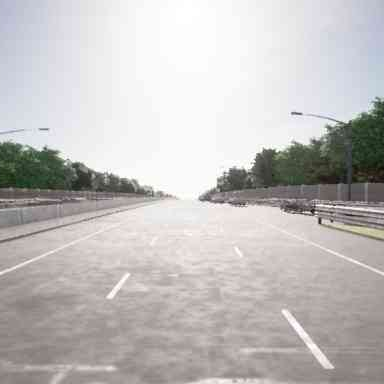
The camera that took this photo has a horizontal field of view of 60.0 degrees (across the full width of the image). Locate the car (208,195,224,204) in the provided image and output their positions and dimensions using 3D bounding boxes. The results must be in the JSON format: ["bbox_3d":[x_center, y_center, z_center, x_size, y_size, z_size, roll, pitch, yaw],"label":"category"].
[{"bbox_3d":[5.362,1.726,69.938,1.994,1.385,4.181,0,-1,-8],"label":"car"}]

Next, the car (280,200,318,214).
[{"bbox_3d":[11.904,1.608,36.817,2.033,1.411,5.357,0,0,-16],"label":"car"}]

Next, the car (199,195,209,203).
[{"bbox_3d":[3.615,1.665,83.480,2.150,2.045,5.566,0,-1,0],"label":"car"}]

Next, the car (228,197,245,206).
[{"bbox_3d":[7.497,1.581,56.190,1.994,1.385,4.181,0,0,-12],"label":"car"}]
